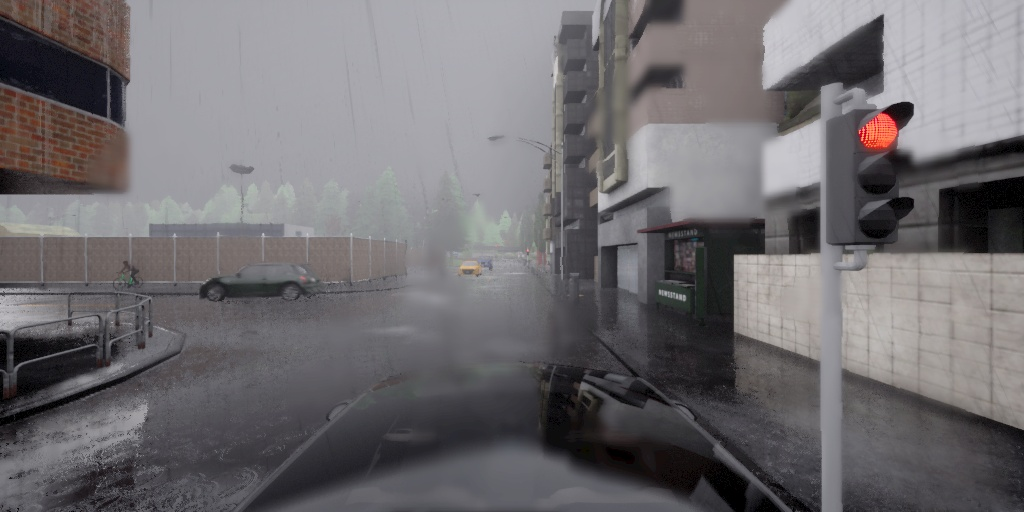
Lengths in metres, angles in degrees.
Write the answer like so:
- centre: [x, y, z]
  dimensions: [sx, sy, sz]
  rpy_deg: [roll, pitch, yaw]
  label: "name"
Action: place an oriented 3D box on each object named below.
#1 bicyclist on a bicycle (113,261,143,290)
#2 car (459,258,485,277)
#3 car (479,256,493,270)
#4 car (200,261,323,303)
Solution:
- centre: [-22.184, 1.099, 20.738]
  dimensions: [0.582, 1.620, 1.656]
  rpy_deg: [0, 0, 0]
  label: "bicyclist on a bicycle"
- centre: [-4.116, 1.228, 35.836]
  dimensions: [1.882, 1.535, 5.008]
  rpy_deg: [0, 0, 0]
  label: "car"
- centre: [-4.038, 0.972, 52.798]
  dimensions: [2.150, 2.045, 5.566]
  rpy_deg: [0, 0, 0]
  label: "car"
- centre: [-11.298, 1.102, 16.353]
  dimensions: [4.553, 1.767, 2.097]
  rpy_deg: [0, 0, -6]
  label: "car"
